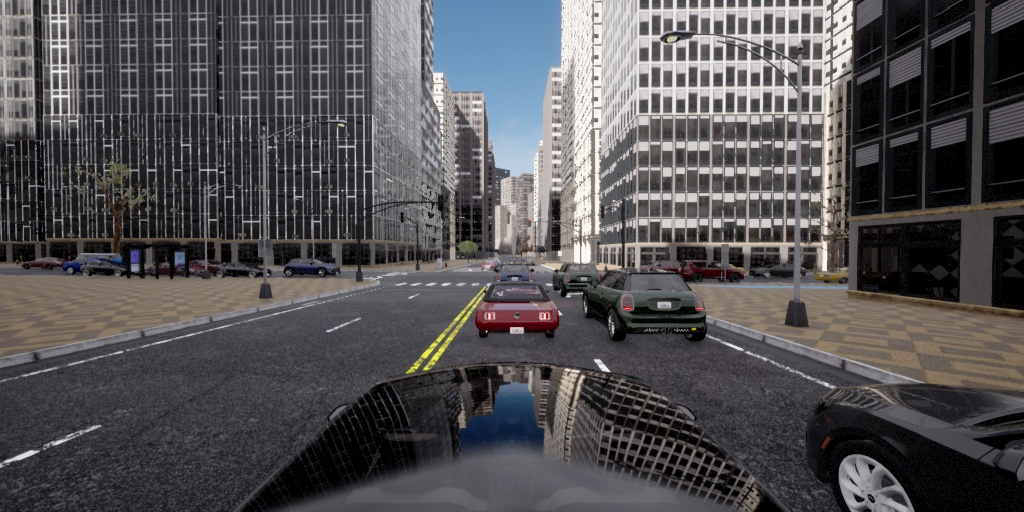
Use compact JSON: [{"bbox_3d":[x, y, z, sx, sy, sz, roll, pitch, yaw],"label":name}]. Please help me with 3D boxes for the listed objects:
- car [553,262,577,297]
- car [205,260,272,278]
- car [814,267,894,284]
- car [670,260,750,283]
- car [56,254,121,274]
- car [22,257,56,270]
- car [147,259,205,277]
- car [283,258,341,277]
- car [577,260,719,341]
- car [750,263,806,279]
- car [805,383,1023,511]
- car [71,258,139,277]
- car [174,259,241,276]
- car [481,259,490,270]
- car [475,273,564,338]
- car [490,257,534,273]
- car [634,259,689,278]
[{"bbox_3d":[3.379,1.093,18.945,2.097,1.767,4.553,0,0,0],"label":"car"},{"bbox_3d":[-22.681,1.174,30.199,4.313,1.339,1.948,0,0,1],"label":"car"},{"bbox_3d":[27.691,1.579,29.380,4.829,1.417,1.751,0,0,1],"label":"car"},{"bbox_3d":[16.243,1.269,29.599,5.009,1.841,2.192,0,0,1],"label":"car"},{"bbox_3d":[-38.432,0.898,33.260,5.008,1.535,1.882,1,1,2],"label":"car"},{"bbox_3d":[-50.902,0.793,39.335,4.207,1.307,1.802,0,0,1],"label":"car"},{"bbox_3d":[-28.365,1.138,30.343,4.207,1.307,1.802,0,0,1],"label":"car"},{"bbox_3d":[-18.178,0.957,32.770,4.553,1.767,2.097,1,1,2],"label":"car"},{"bbox_3d":[3.356,1.098,10.008,2.097,1.767,4.553,0,0,0],"label":"car"},{"bbox_3d":[25.978,1.450,35.188,4.892,1.490,1.837,0,1,1],"label":"car"},{"bbox_3d":[3.341,1.255,0.953,1.837,1.490,4.892,0,0,0],"label":"car"},{"bbox_3d":[-34.045,1.069,30.527,4.313,1.339,1.948,0,0,1],"label":"car"},{"bbox_3d":[-27.959,1.042,33.027,4.674,1.442,1.812,1,1,1],"label":"car"},{"bbox_3d":[-3.241,1.241,50.572,1.812,1.442,4.674,0,0,0],"label":"car"},{"bbox_3d":[0.112,1.347,10.104,1.895,1.301,4.718,0,0,0],"label":"car"},{"bbox_3d":[0.130,1.092,19.097,2.097,1.767,4.553,0,0,0],"label":"car"},{"bbox_3d":[14.683,1.198,35.461,4.553,1.767,2.097,1,1,2],"label":"car"}]
